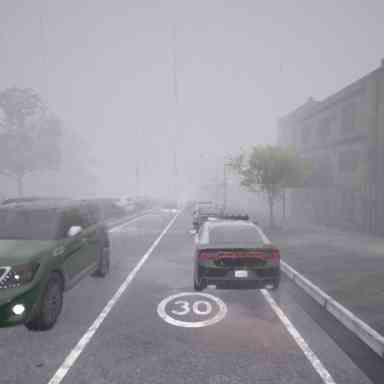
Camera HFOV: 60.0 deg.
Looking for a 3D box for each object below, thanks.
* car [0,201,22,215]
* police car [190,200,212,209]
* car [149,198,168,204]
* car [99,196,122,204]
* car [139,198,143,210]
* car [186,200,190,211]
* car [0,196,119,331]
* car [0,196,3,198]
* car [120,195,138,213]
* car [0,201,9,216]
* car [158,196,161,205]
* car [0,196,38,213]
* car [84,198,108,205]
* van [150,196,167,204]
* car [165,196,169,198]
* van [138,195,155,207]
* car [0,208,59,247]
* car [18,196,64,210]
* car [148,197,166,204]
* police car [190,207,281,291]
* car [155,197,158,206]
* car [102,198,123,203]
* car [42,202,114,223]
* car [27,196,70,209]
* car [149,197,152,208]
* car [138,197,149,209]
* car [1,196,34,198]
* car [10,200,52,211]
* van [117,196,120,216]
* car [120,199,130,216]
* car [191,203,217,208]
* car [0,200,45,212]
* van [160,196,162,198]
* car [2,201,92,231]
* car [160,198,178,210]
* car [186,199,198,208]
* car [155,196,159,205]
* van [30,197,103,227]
[{"bbox_3d":[-21.947,1.738,37.192,4.792,1.488,2.163,0,-1,0],"label":"car"},{"bbox_3d":[0.991,1.559,25.215,1.930,1.638,5.238,0,-1,0],"label":"police car"},{"bbox_3d":[-8.868,2.312,87.806,4.892,1.521,2.231,0,-1,0],"label":"car"},{"bbox_3d":[-21.985,2.089,90.095,5.566,2.045,2.435,0,-1,0],"label":"car"},{"bbox_3d":[-8.812,1.766,40.155,4.792,1.488,2.163,0,-1,0],"label":"car"},{"bbox_3d":[0.072,1.882,46.267,2.033,1.411,5.357,0,-1,1],"label":"car"},{"bbox_3d":[-3.345,1.220,7.207,2.150,2.045,5.566,0,0,0],"label":"car"},{"bbox_3d":[-8.869,1.232,9.325,5.566,2.045,2.435,0,0,0],"label":"car"},{"bbox_3d":[-8.865,1.432,34.553,5.566,2.045,2.435,0,-1,0],"label":"car"},{"bbox_3d":[-21.887,1.713,34.407,4.792,1.488,2.163,0,-1,0],"label":"car"},{"bbox_3d":[-8.852,2.001,62.578,5.008,1.535,2.097,0,-1,0],"label":"car"},{"bbox_3d":[-21.892,1.484,39.978,5.566,2.045,2.435,0,-1,0],"label":"car"},{"bbox_3d":[-21.952,2.171,76.213,4.892,1.521,2.231,0,-1,0],"label":"car"},{"bbox_3d":[-8.993,2.119,90.612,4.442,1.987,1.878,0,-1,0],"label":"van"},{"bbox_3d":[-8.838,1.922,76.597,5.566,2.045,2.435,0,-1,0],"label":"car"},{"bbox_3d":[-8.734,1.672,54.172,4.442,1.987,1.878,0,-1,0],"label":"van"},{"bbox_3d":[-8.841,1.514,14.927,4.892,1.521,2.231,0,0,0],"label":"car"},{"bbox_3d":[-21.897,1.576,48.333,5.566,2.045,2.435,0,-1,0],"label":"car"},{"bbox_3d":[-8.904,2.151,85.005,4.553,1.767,2.185,0,-1,0],"label":"car"},{"bbox_3d":[0.981,1.431,9.187,1.930,1.638,5.238,0,0,0],"label":"police car"},{"bbox_3d":[-8.824,1.962,56.972,4.792,1.488,2.163,0,-1,0],"label":"car"},{"bbox_3d":[-22.144,2.371,92.867,5.366,1.575,1.946,0,-1,0],"label":"car"},{"bbox_3d":[-8.826,1.608,26.141,4.892,1.521,2.231,0,-1,0],"label":"car"},{"bbox_3d":[-21.900,1.609,50.994,5.566,2.045,2.435,0,-1,0],"label":"car"},{"bbox_3d":[-9.032,1.826,48.563,5.366,1.575,1.946,0,-1,0],"label":"car"},{"bbox_3d":[-8.840,1.796,45.763,5.008,1.535,2.097,0,-1,0],"label":"car"},{"bbox_3d":[-8.861,1.283,17.735,5.566,2.045,2.435,0,0,0],"label":"car"},{"bbox_3d":[-21.922,1.833,45.422,4.674,1.452,2.002,0,-1,0],"label":"car"},{"bbox_3d":[-8.950,1.407,28.946,4.442,1.987,1.878,0,-1,0],"label":"van"},{"bbox_3d":[-8.830,1.658,31.747,5.008,1.535,2.097,0,-1,0],"label":"car"},{"bbox_3d":[0.988,1.584,19.095,1.837,1.490,4.892,0,-1,0],"label":"car"},{"bbox_3d":[-21.917,1.765,42.762,5.008,1.535,2.097,0,-1,0],"label":"car"},{"bbox_3d":[-8.742,1.810,65.384,4.442,1.987,1.878,0,-1,0],"label":"van"},{"bbox_3d":[-8.800,1.431,20.534,4.553,1.767,2.185,0,-1,0],"label":"car"},{"bbox_3d":[-3.217,1.942,50.128,1.994,1.385,4.181,0,-1,0],"label":"car"},{"bbox_3d":[0.041,2.060,59.947,1.994,1.385,4.181,0,-1,0],"label":"car"},{"bbox_3d":[-8.826,1.996,59.775,4.792,1.488,2.163,0,-1,0],"label":"car"},{"bbox_3d":[-8.716,1.356,23.339,4.442,1.987,1.878,0,-1,0],"label":"van"}]
